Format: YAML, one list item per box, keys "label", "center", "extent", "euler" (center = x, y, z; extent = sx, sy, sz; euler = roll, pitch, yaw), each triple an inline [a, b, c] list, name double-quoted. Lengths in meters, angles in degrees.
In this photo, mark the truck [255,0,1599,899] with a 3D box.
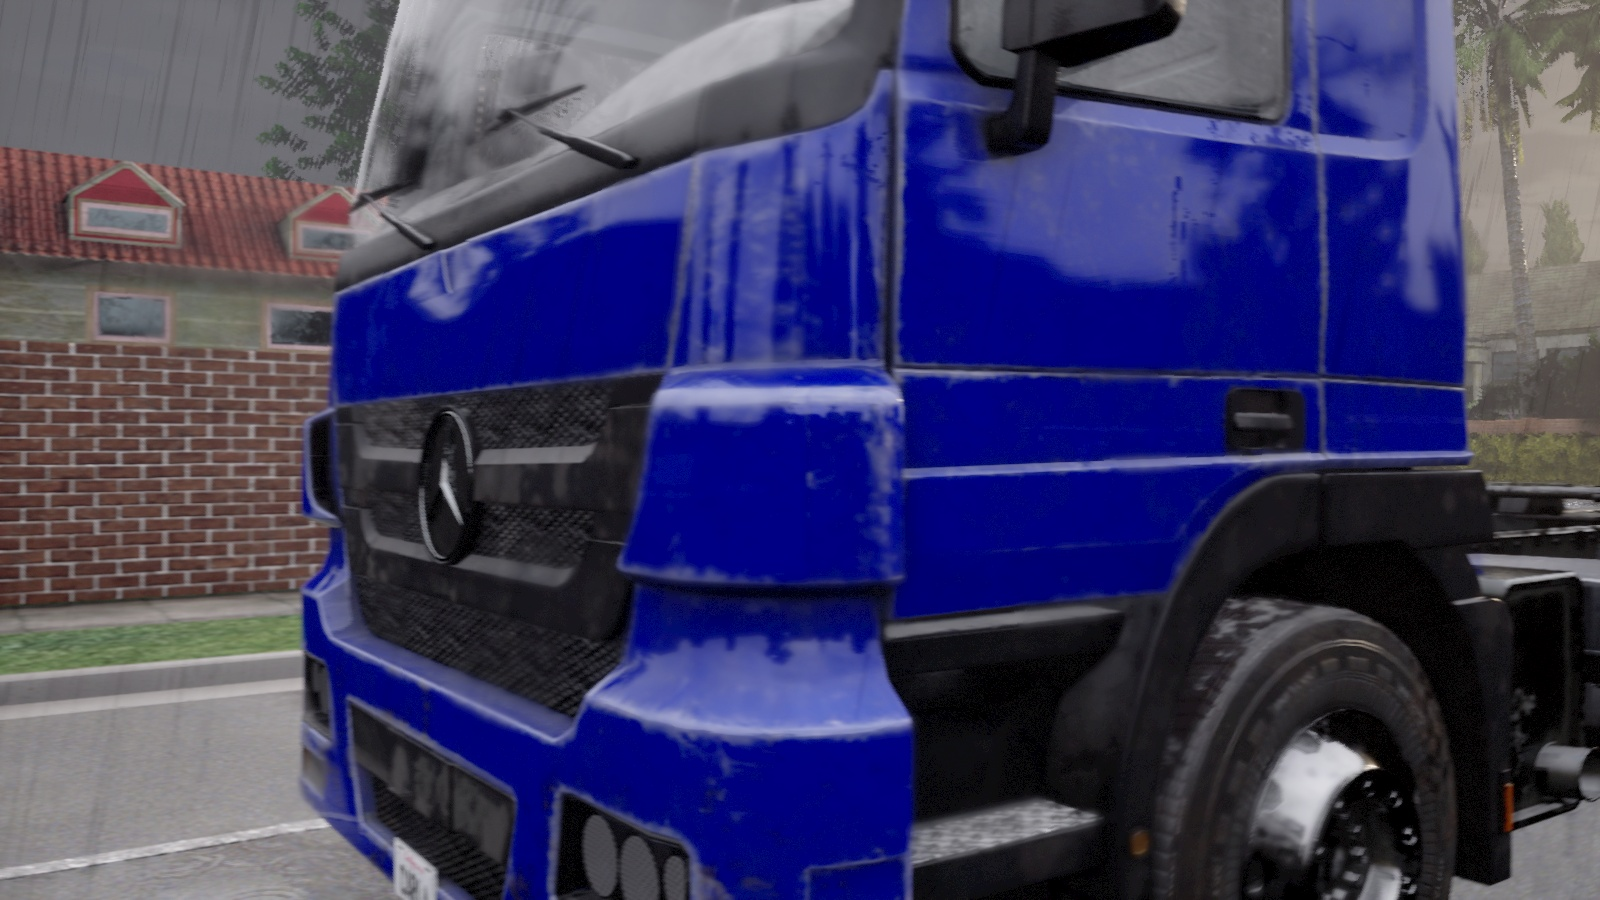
- label: "truck"
  center: [2.275, -0.229, 5.246]
  extent: [7.936, 3.462, 2.891]
  euler: [0, 0, -35]
